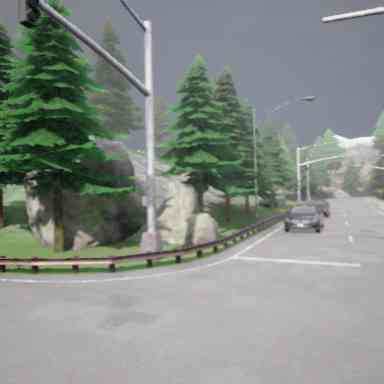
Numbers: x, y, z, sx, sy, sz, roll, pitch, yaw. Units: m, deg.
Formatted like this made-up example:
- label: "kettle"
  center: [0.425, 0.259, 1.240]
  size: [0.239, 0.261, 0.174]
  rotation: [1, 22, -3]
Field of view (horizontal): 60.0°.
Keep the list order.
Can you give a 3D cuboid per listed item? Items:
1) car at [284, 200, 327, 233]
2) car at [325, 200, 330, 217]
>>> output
- label: "car"
  center: [6.532, 1.429, 19.228]
  size: [1.812, 1.442, 4.674]
  rotation: [-1, 0, 25]
- label: "car"
  center: [10.964, 1.368, 28.894]
  size: [2.033, 1.411, 5.357]
  rotation: [-1, 0, 26]
